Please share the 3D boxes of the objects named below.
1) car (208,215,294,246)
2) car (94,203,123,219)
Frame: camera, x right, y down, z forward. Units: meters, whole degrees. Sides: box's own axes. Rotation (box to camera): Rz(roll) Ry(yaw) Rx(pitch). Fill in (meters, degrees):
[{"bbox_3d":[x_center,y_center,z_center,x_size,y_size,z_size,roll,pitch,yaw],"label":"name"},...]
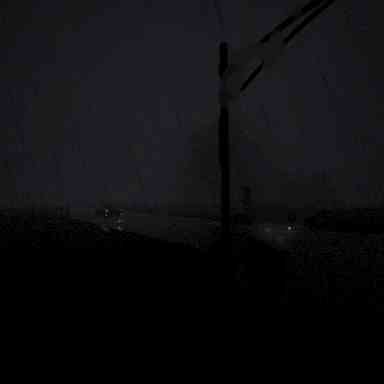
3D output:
[{"bbox_3d":[2.895,1.878,17.086,1.895,1.301,4.718,-1,0,-32],"label":"car"},{"bbox_3d":[-9.301,1.979,36.814,2.097,1.767,4.553,-1,0,-32],"label":"car"}]
